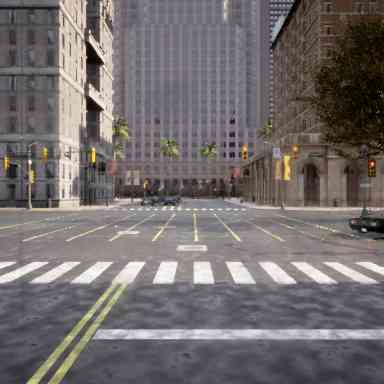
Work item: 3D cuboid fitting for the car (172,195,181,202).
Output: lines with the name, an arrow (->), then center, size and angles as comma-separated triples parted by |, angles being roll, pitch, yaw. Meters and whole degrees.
car -> -3.424, 1.500, 75.310 | 1.837, 1.490, 4.892 | 0, 0, 1

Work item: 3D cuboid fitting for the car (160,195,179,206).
car -> -3.641, 1.547, 55.052 | 2.033, 1.411, 5.357 | 0, 0, 0

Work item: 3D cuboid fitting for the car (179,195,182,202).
car -> -3.569, 1.491, 64.898 | 2.128, 1.511, 4.902 | 0, 0, 1

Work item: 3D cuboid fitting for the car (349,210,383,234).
car -> 10.736, 1.601, 17.442 | 4.718, 1.301, 1.895 | 0, 0, -20

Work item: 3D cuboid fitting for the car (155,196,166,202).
car -> -6.941, 1.553, 73.543 | 1.994, 1.385, 4.181 | 0, 0, 1

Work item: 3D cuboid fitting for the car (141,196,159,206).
car -> -7.134, 1.491, 54.290 | 2.128, 1.511, 4.902 | 0, 0, 0
